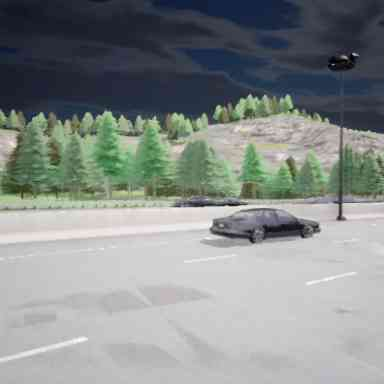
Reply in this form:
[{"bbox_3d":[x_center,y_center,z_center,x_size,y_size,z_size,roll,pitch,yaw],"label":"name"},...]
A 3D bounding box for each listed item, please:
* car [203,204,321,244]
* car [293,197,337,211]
[{"bbox_3d":[3.367,1.421,14.943,5.357,1.411,2.033,0,1,-30],"label":"car"},{"bbox_3d":[13.464,1.268,36.413,4.674,1.442,1.812,0,0,-27],"label":"car"}]
